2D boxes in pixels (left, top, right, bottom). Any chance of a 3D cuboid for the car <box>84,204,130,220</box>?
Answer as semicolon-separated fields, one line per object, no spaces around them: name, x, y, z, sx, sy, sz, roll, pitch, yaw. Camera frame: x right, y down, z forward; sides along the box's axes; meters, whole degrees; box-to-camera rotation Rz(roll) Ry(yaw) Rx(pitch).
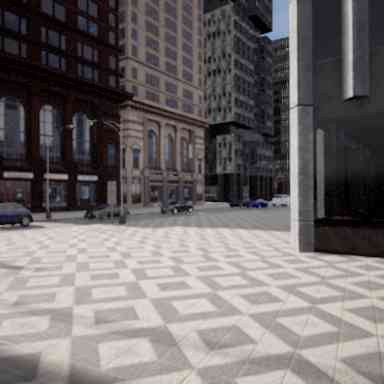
car;-7.668;1.772;30.261;1.994;1.385;4.181;-1;0;36

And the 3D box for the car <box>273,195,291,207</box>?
car;15.655;1.504;57.408;2.150;2.045;5.566;-1;0;37

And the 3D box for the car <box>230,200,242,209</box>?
car;7.628;1.934;51.479;1.895;1.301;4.718;-1;0;36

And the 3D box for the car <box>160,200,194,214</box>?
car;-1.704;1.743;38.584;1.837;1.490;4.892;-1;0;36

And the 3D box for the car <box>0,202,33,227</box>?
car;-13.311;1.530;22.425;2.097;1.767;4.553;-1;-1;37

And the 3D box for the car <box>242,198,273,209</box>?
car;9.717;1.733;49.072;1.882;1.535;5.008;-1;0;36
